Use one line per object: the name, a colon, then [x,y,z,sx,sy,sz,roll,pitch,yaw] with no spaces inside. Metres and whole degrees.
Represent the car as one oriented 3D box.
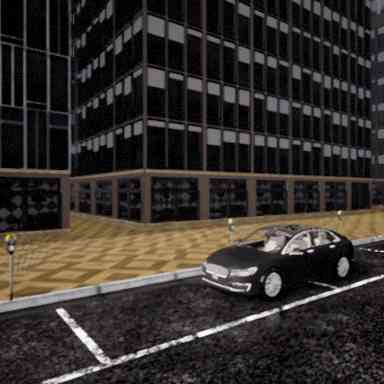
car: [2.263,1.505,8.169,4.403,1.369,2.008,0,1,-35]
